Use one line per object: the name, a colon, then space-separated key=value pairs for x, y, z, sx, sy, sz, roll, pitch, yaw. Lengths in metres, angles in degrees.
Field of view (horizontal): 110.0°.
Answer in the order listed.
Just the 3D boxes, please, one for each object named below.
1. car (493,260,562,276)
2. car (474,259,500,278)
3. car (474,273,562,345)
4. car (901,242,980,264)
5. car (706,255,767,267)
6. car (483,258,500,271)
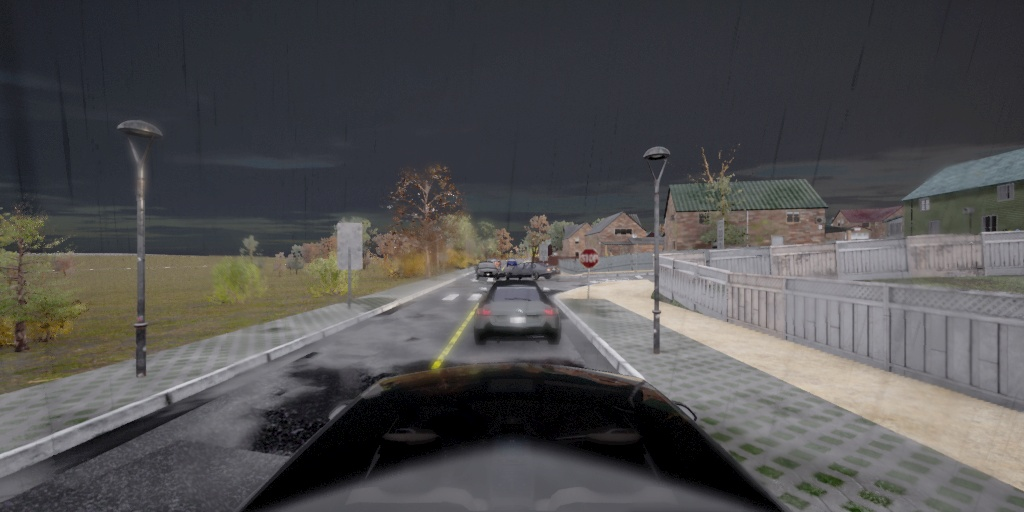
car: x=1.325 y=1.196 z=28.521 sx=5.357 sy=1.411 sz=2.033 roll=-4 pitch=-3 yaw=43
car: x=-2.264 y=1.256 z=31.431 sx=1.837 sy=1.490 sz=4.892 roll=0 pitch=0 yaw=-8
car: x=0.099 y=1.313 z=9.506 sx=1.994 sy=1.385 sz=4.181 roll=0 pitch=0 yaw=-1
car: x=23.880 y=-0.210 z=20.486 sx=4.902 sy=1.511 sz=2.128 roll=-3 pitch=0 yaw=14
car: x=14.378 y=0.412 z=22.903 sx=4.181 sy=1.385 sz=1.994 roll=-3 pitch=0 yaw=16
car: x=-2.869 y=1.118 z=51.249 sx=2.097 sy=1.767 sz=4.553 roll=0 pitch=0 yaw=1
